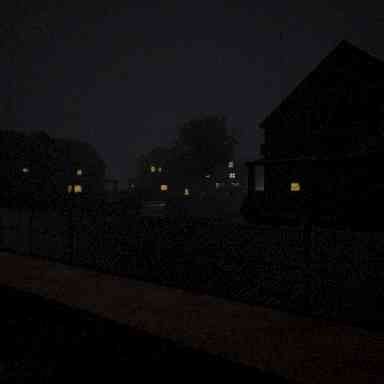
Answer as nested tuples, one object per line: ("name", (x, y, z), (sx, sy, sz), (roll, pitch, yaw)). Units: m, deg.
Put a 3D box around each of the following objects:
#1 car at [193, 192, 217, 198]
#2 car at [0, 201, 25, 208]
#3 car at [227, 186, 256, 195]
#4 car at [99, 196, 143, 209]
("car", (1.834, 0.691, 40.259), (1.994, 1.385, 4.181), (1, 2, 35))
("car", (-12.100, 1.292, 20.742), (1.895, 1.301, 4.718), (1, 2, 34))
("car", (6.473, 0.303, 41.667), (2.150, 2.045, 5.566), (1, 2, 36))
("car", (-6.264, 1.017, 28.940), (1.994, 1.385, 4.181), (1, 2, 37))
